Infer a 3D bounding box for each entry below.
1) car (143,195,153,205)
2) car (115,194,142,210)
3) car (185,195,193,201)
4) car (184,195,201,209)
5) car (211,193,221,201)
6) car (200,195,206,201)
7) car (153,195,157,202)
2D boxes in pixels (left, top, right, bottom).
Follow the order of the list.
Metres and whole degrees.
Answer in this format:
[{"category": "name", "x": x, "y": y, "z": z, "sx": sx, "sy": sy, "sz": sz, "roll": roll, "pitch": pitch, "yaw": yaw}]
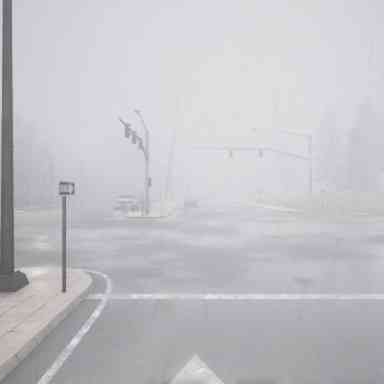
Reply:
[{"category": "car", "x": -8.436, "y": 1.352, "z": 57.412, "sx": 2.097, "sy": 1.767, "sz": 4.553, "roll": 0, "pitch": 0, "yaw": -1}, {"category": "car", "x": -8.219, "y": 1.221, "z": 42.250, "sx": 2.150, "sy": 2.045, "sz": 5.566, "roll": 0, "pitch": 0, "yaw": -1}, {"category": "car", "x": -0.806, "y": 1.500, "z": 85.866, "sx": 1.837, "sy": 1.490, "sz": 4.892, "roll": 0, "pitch": 0, "yaw": -1}, {"category": "car", "x": -0.153, "y": 1.526, "z": 44.823, "sx": 1.812, "sy": 1.442, "sz": 4.674, "roll": 0, "pitch": 0, "yaw": -1}, {"category": "car", "x": 6.193, "y": 1.225, "z": 85.939, "sx": 2.150, "sy": 2.045, "sz": 5.566, "roll": 0, "pitch": 0, "yaw": -1}, {"category": "car", "x": 2.693, "y": 1.524, "z": 85.929, "sx": 1.812, "sy": 1.442, "sz": 4.674, "roll": 0, "pitch": 0, "yaw": -1}, {"category": "car", "x": -8.594, "y": 1.500, "z": 72.433, "sx": 1.837, "sy": 1.490, "sz": 4.892, "roll": 0, "pitch": 0, "yaw": -1}]
